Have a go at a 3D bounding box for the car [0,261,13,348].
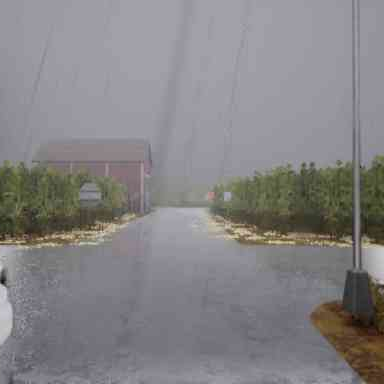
[{"bbox_3d":[-3.229,1.225,1.646,2.150,2.045,5.566,0,0,1],"label":"car"}]
